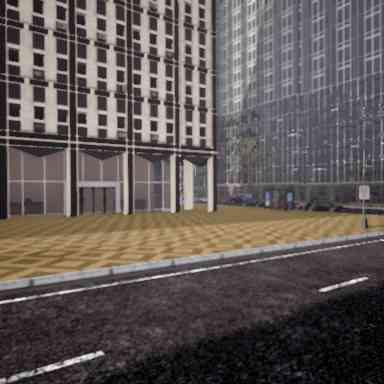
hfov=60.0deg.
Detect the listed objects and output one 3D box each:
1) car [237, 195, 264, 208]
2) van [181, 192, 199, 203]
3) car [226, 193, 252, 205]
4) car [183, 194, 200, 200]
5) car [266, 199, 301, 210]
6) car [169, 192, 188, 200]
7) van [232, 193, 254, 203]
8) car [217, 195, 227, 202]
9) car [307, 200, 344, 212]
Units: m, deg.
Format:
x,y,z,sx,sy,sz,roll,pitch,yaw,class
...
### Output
x,y,z,sx,sy,sz,roll,pitch,yaw,class
9.009,1.538,47.966,1.947,1.339,4.313,0,1,-34,car
-0.595,1.159,62.050,1.690,1.788,3.998,0,1,-34,van
8.296,1.377,53.687,1.882,1.535,5.008,-1,1,-34,car
-0.121,1.211,76.166,1.802,1.307,4.206,0,1,-34,car
12.177,1.605,43.248,1.802,1.307,4.206,0,1,-34,car
-3.337,0.892,80.849,2.192,1.841,5.009,0,1,-34,car
9.530,1.128,62.106,1.690,1.788,3.998,0,1,-34,van
6.313,1.317,66.794,1.802,1.307,4.206,0,1,-34,car
15.380,1.640,38.550,1.947,1.339,4.313,0,1,-34,car
